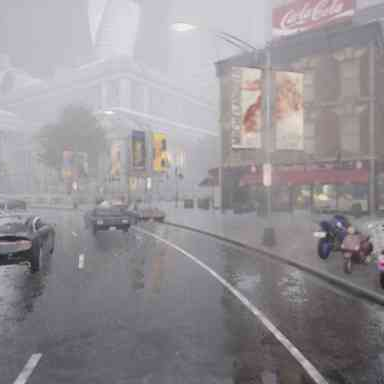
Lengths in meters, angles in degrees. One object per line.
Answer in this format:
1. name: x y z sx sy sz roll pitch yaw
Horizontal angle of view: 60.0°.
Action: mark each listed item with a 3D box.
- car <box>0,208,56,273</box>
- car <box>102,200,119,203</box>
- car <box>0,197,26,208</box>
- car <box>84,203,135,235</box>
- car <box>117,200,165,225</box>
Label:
1. car: -5.409 1.451 10.244 2.128 1.511 4.902 0 0 -16
2. car: -6.677 1.366 27.805 2.002 1.452 4.674 -1 0 -36
3. car: -20.699 1.362 37.858 4.892 1.490 1.837 0 0 38
4. car: -4.839 1.501 18.426 1.895 1.301 4.718 0 0 -24
5. car: -3.522 1.456 23.022 1.895 1.301 4.718 -1 0 -26
